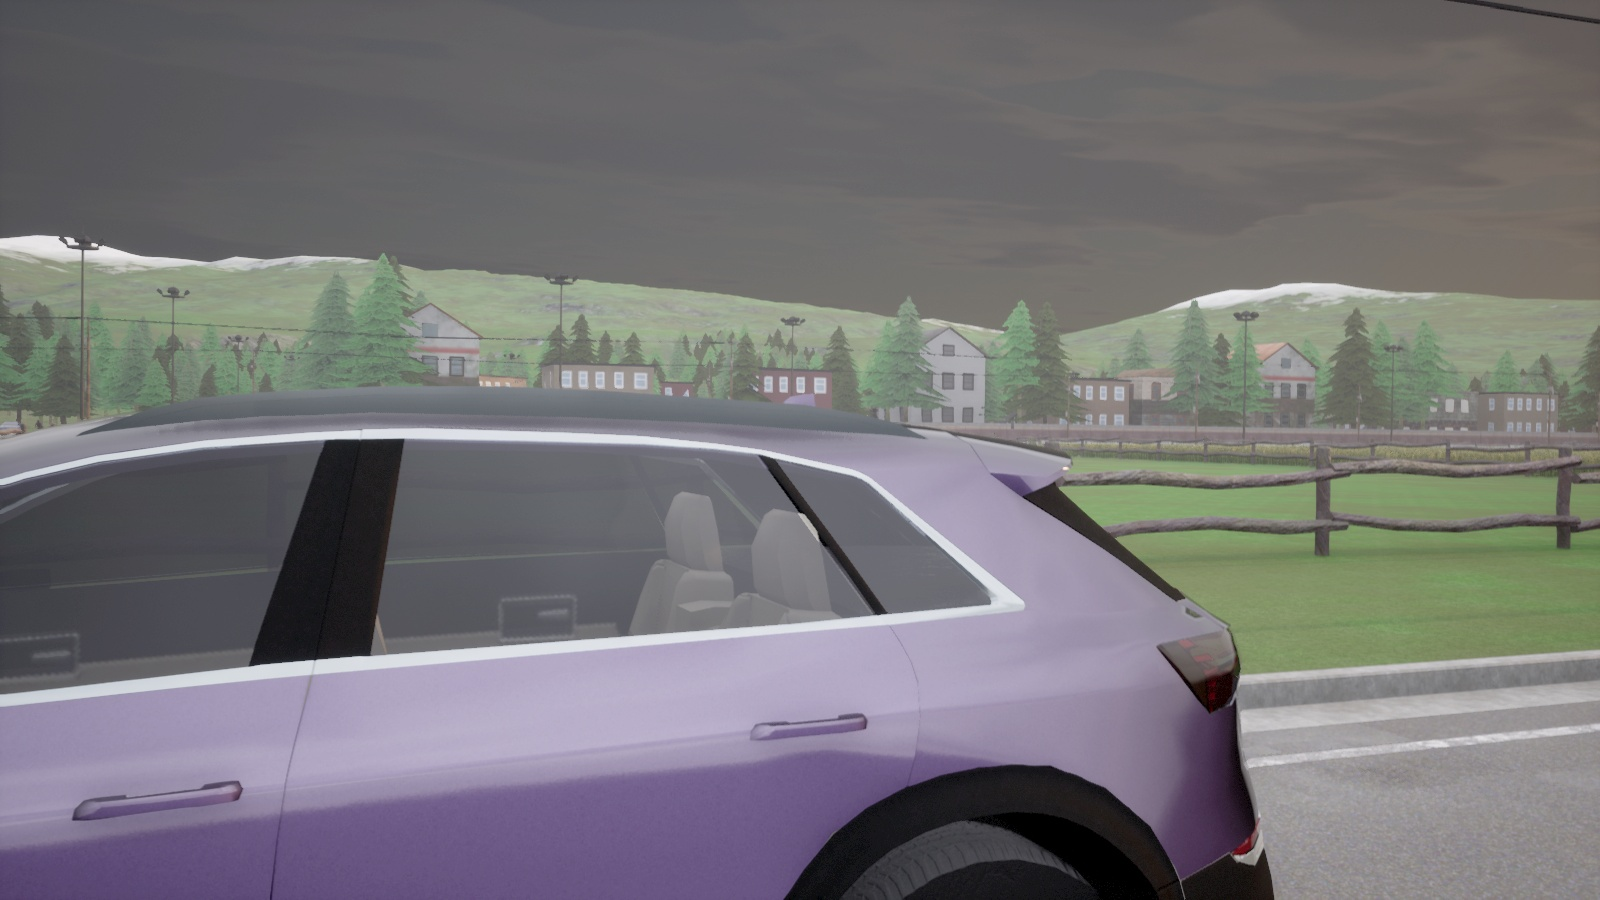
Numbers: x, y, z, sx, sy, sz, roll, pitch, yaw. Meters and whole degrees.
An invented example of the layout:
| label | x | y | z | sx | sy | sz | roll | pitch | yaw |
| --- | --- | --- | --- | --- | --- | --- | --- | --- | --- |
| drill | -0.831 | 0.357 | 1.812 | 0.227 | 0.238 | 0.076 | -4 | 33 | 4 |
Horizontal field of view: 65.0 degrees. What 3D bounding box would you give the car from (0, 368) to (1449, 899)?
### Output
| label | x | y | z | sx | sy | sz | roll | pitch | yaw |
| --- | --- | --- | --- | --- | --- | --- | --- | --- | --- |
| car | -1.247 | 0.697 | 2.765 | 4.856 | 1.649 | 2.033 | -1 | 1 | -21 |
